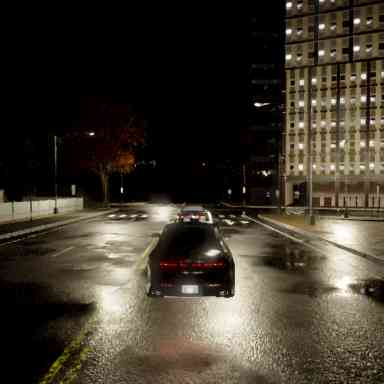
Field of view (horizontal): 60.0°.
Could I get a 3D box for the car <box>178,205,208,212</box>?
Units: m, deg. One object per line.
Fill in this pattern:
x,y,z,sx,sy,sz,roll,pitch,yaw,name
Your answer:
0.105,1.486,13.300,2.128,1.511,4.902,0,0,0,car

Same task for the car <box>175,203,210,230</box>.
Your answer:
0.046,1.545,22.324,2.033,1.411,5.357,0,0,0,car

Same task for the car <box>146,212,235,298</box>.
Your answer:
-0.020,1.503,8.477,1.837,1.490,4.892,0,0,0,car
